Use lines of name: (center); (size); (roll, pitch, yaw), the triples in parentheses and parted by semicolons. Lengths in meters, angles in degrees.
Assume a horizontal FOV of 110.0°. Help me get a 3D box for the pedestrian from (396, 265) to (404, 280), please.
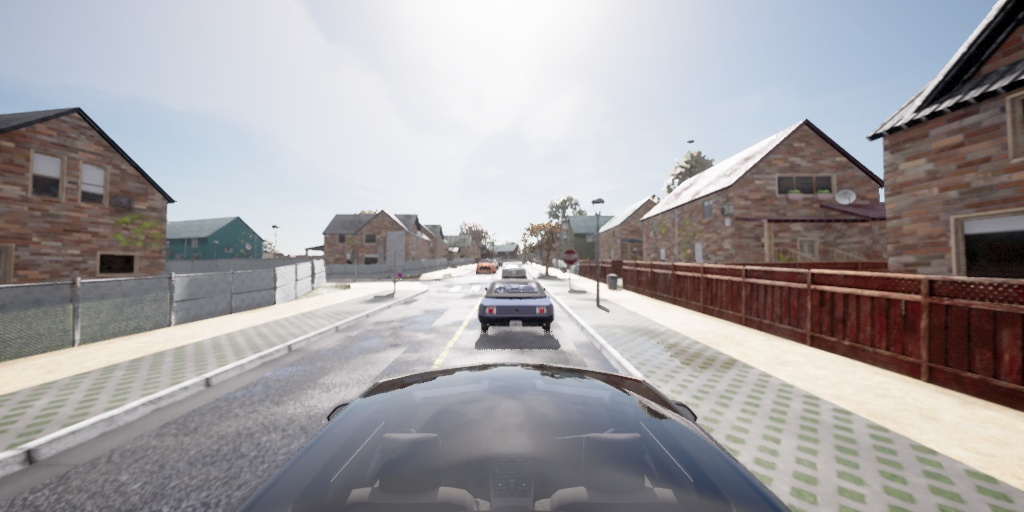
pedestrian: (-9.916, 1.136, 31.708); (0.375, 1.860, 0.375); (0, -2, 5)

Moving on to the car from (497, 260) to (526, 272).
car: (0.123, 1.250, 27.337); (2.033, 1.411, 5.357); (-1, -1, -1)

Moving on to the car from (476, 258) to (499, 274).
car: (-2.851, 1.064, 40.369); (2.097, 1.767, 4.553); (0, 0, 0)

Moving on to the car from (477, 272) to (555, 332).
car: (0.099, 1.330, 10.794); (1.895, 1.301, 4.718); (0, 0, 0)

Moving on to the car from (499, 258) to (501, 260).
car: (-2.846, 1.269, 51.929); (2.033, 1.411, 5.357); (0, 0, 0)
